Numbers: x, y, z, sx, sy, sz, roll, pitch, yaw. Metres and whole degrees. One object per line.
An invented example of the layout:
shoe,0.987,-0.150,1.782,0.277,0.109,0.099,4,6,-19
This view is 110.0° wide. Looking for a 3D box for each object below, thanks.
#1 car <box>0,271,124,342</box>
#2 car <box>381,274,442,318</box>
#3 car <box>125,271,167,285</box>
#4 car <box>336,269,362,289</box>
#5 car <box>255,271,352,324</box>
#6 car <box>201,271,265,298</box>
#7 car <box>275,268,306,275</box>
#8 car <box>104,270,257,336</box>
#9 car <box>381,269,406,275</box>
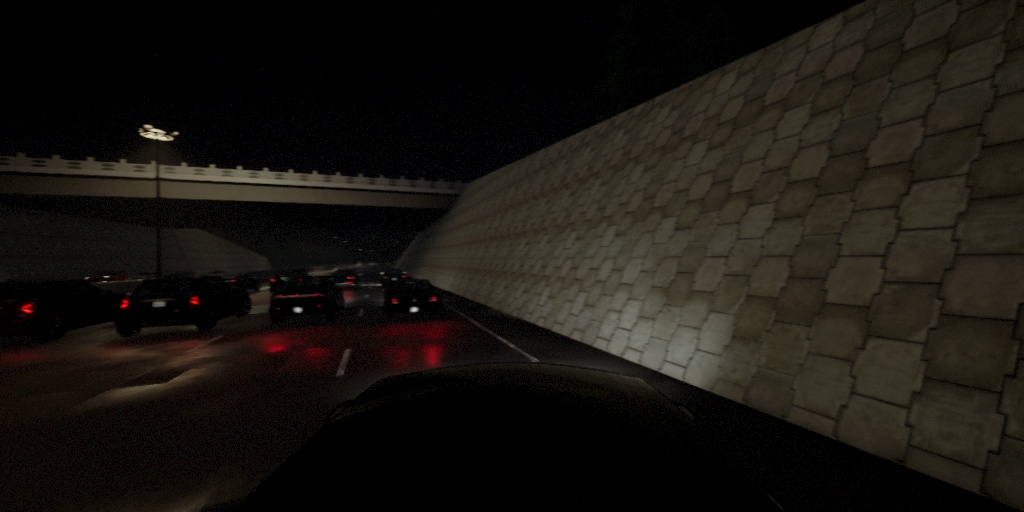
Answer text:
car,-14.066,1.499,11.007,2.097,1.767,4.553,-1,-1,-20
car,-4.041,1.547,14.165,1.895,1.301,4.718,-1,0,-20
car,-45.219,2.660,44.430,1.812,1.442,4.674,-1,0,-20
car,-12.756,1.762,27.608,1.837,1.490,4.892,-1,0,-20
car,-7.531,1.512,13.524,2.128,1.511,4.902,-1,0,-20
car,-19.310,1.876,25.150,2.128,1.511,4.902,-1,0,-20
car,-16.001,1.670,26.283,2.097,1.767,4.553,-1,-1,-20
car,-10.786,1.434,12.225,2.097,1.767,4.553,-1,-1,-20
car,-9.569,1.761,29.083,1.994,1.385,4.181,-1,0,-20
